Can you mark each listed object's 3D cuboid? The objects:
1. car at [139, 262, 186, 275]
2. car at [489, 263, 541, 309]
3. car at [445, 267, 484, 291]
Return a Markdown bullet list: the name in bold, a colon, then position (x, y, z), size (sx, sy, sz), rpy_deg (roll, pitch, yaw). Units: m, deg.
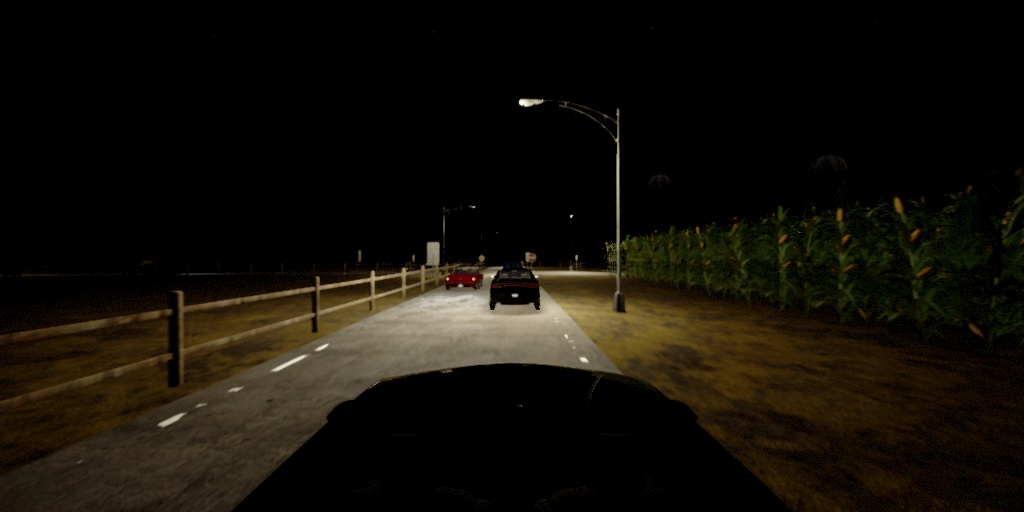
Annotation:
- **car**: position (-43.761, 1.546, 44.925), size (4.902, 1.511, 2.128), rpy_deg (-1, 1, 1)
- **car**: position (0.103, 1.217, 14.810), size (1.882, 1.535, 5.008), rpy_deg (0, 0, 0)
- **car**: position (-2.835, 1.353, 22.005), size (1.895, 1.301, 4.718), rpy_deg (0, 0, 0)
